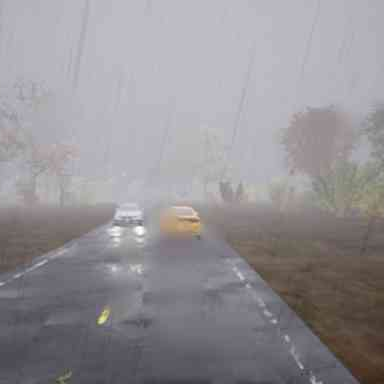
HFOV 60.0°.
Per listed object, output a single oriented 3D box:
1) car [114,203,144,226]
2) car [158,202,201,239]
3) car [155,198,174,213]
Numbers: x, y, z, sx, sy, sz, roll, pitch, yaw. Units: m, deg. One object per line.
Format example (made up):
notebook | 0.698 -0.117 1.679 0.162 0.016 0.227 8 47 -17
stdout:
car | -4.454 1.561 23.991 1.812 1.442 4.674 0 0 -6
car | -0.652 1.493 17.372 1.882 1.535 5.008 0 0 -4
car | -3.092 1.422 37.865 2.097 1.767 4.553 0 0 -9
